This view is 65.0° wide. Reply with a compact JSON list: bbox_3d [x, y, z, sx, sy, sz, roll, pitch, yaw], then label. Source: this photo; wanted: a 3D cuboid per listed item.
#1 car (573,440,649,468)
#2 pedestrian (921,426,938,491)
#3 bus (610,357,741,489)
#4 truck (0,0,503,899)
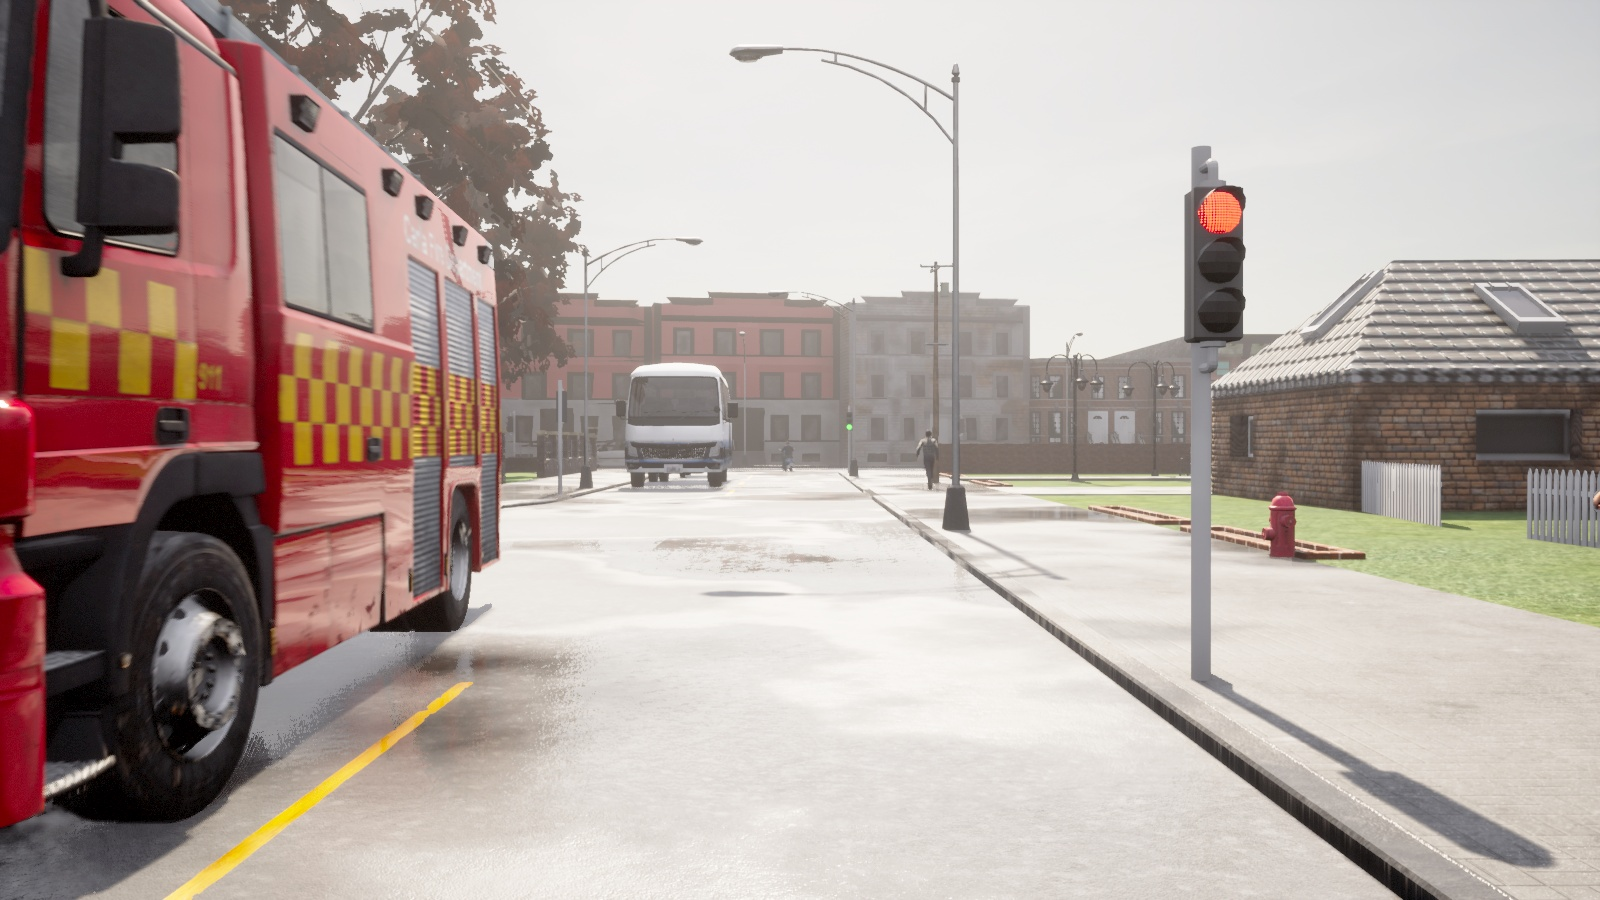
[{"bbox_3d":[-10.933,0.225,72.782,3.988,1.617,1.851,0,0,6],"label":"car"},{"bbox_3d":[3.899,0.245,37.932,0.423,1.949,0.788,0,0,-1],"label":"pedestrian"},{"bbox_3d":[-4.227,-0.889,45.382,3.944,4.253,10.273,0,0,-1],"label":"bus"},{"bbox_3d":[-3.909,-0.462,7.193,2.891,3.827,8.468,0,0,-3],"label":"truck"}]
